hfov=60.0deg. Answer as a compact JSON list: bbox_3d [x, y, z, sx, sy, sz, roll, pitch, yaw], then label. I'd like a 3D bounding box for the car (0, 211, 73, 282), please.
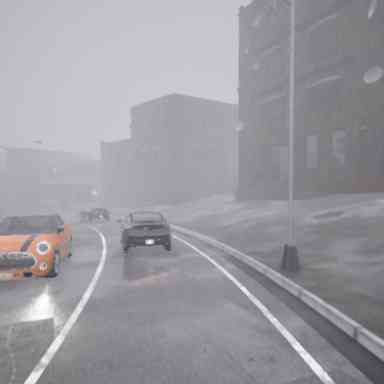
[{"bbox_3d":[-4.932,1.430,10.057,2.097,1.767,4.553,-1,0,-13],"label":"car"}]

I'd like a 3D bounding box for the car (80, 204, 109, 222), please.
[{"bbox_3d":[-9.069,1.911,30.741,1.837,1.490,4.892,-2,-1,-30],"label":"car"}]

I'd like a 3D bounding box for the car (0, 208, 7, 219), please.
[{"bbox_3d":[-28.019,3.136,45.998,5.357,1.411,2.033,-6,-1,36],"label":"car"}]

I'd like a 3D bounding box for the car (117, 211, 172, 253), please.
[{"bbox_3d":[-2.086,1.558,14.167,1.837,1.490,4.892,-1,-1,-14],"label":"car"}]
